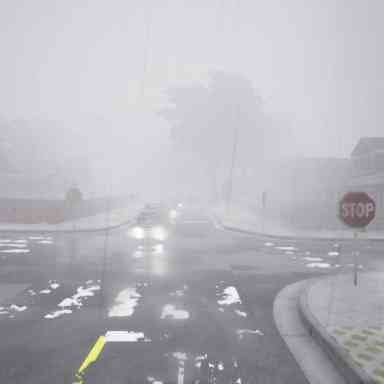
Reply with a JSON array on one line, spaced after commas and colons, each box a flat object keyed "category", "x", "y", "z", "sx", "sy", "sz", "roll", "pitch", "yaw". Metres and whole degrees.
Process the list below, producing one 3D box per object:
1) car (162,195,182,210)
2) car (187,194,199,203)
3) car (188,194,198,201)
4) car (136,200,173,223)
[{"category": "car", "x": -2.691, "y": 1.302, "z": 39.126, "sx": 2.128, "sy": 1.511, "sz": 4.902, "roll": 0, "pitch": 0, "yaw": 0}, {"category": "car", "x": 0.222, "y": 1.108, "z": 56.356, "sx": 1.882, "sy": 1.535, "sz": 5.008, "roll": 0, "pitch": 1, "yaw": 0}, {"category": "car", "x": 0.264, "y": 1.066, "z": 66.777, "sx": 1.994, "sy": 1.385, "sz": 4.181, "roll": 0, "pitch": 1, "yaw": 0}, {"category": "car", "x": -2.803, "y": 1.527, "z": 24.673, "sx": 1.895, "sy": 1.301, "sz": 4.718, "roll": 0, "pitch": 0, "yaw": 2}]
